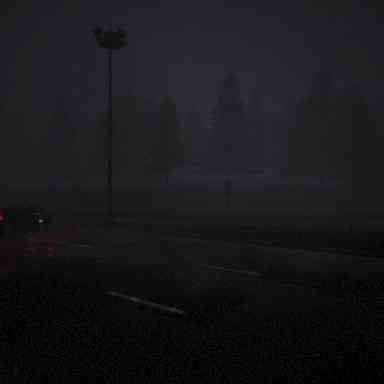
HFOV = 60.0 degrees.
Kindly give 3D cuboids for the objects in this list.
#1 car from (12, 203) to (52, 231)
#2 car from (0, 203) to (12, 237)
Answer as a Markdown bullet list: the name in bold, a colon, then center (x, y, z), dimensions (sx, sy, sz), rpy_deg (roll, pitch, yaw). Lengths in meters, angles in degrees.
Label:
- **car**: center (-10.517, 1.421, 20.149), dimensions (4.902, 1.511, 2.128), rpy_deg (0, 0, 35)
- **car**: center (-11.167, 1.284, 16.316), dimensions (4.553, 1.767, 2.097), rpy_deg (0, 0, 35)
